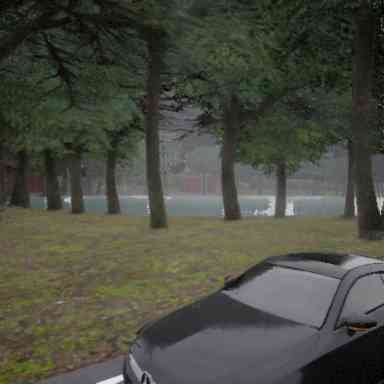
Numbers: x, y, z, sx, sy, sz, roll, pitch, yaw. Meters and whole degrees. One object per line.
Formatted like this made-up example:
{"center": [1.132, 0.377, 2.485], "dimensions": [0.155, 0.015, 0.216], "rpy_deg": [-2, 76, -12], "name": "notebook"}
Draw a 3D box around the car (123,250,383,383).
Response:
{"center": [1.484, 1.536, 4.128], "dimensions": [4.674, 1.442, 1.812], "rpy_deg": [0, 0, -35], "name": "car"}
